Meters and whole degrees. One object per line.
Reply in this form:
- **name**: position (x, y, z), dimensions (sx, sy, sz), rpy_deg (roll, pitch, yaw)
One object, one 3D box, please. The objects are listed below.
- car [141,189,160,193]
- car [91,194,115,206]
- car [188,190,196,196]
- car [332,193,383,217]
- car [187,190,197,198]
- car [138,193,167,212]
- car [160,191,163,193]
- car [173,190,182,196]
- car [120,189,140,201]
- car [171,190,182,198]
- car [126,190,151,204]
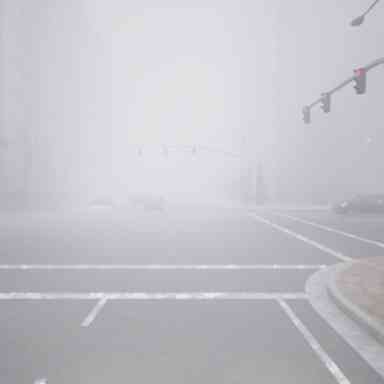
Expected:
- **car**: position (-7.047, 0.648, 56.357), dimensions (1.882, 1.535, 5.008), rpy_deg (0, 1, 0)
- **car**: position (-10.590, 0.974, 39.984), dimensions (1.994, 1.385, 4.181), rpy_deg (0, 1, 0)
- **car**: position (0.011, 0.183, 81.044), dimensions (1.882, 1.535, 5.008), rpy_deg (0, 1, 0)
- **car**: position (13.523, 0.965, 26.229), dimensions (4.553, 1.767, 2.097), rpy_deg (0, 1, 0)
- **car**: position (0.009, 0.423, 71.651), dimensions (1.882, 1.535, 5.008), rpy_deg (0, 1, 0)
- **car**: position (-3.395, 1.090, 31.034), dimensions (2.033, 1.411, 5.357), rpy_deg (0, 1, 0)
- **car**: position (-6.991, 0.491, 70.474), dimensions (2.033, 1.411, 5.357), rpy_deg (0, 1, 0)
- **car**: position (-3.489, 0.229, 81.045), dimensions (1.812, 1.442, 4.674), rpy_deg (0, 1, 0)
- **car**: position (-10.555, 0.679, 55.230), dimensions (2.128, 1.511, 4.902), rpy_deg (0, 1, 0)
- **car**: position (-3.491, 0.485, 72.506), dimensions (1.994, 1.385, 4.181), rpy_deg (0, 1, 0)
- **car**: position (-7.070, 0.819, 44.732), dimensions (1.882, 1.535, 5.008), rpy_deg (0, 1, 0)
